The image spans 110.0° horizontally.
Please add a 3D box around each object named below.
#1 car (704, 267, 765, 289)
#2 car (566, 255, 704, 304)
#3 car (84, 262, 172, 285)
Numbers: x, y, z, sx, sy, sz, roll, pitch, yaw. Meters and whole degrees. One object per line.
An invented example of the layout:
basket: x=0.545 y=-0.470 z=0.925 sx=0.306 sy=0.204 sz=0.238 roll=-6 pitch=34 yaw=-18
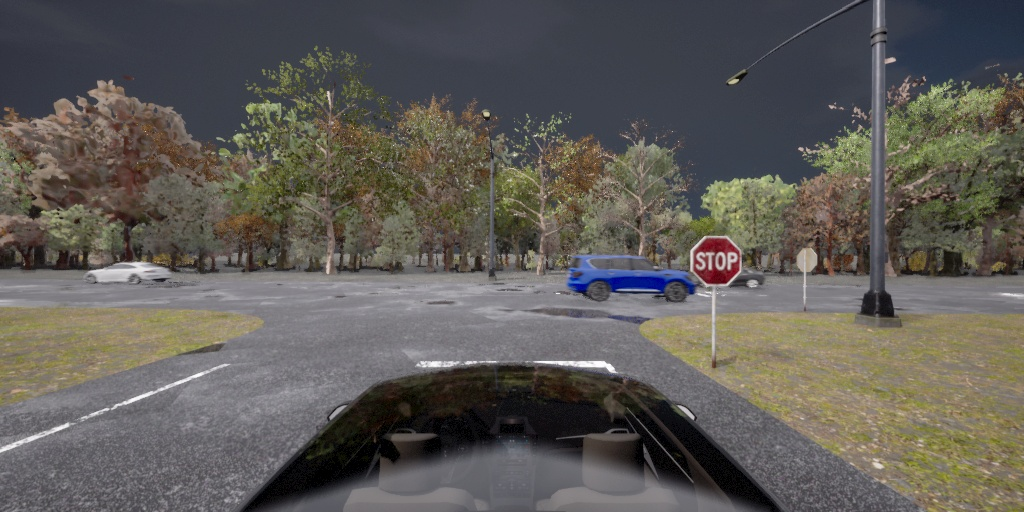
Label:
car: x=13.618 y=1.404 z=23.247 sx=4.892 sy=1.490 sz=1.837 roll=-1 pitch=0 yaw=0
car: x=5.253 y=0.986 z=16.282 sx=5.566 sy=2.045 sz=2.150 roll=0 pitch=0 yaw=0
car: x=-25.225 y=1.127 z=23.662 sx=4.674 sy=1.442 sz=1.812 roll=0 pitch=0 yaw=1
